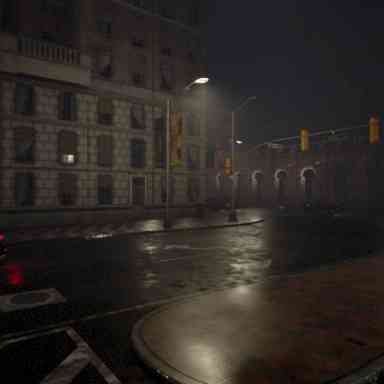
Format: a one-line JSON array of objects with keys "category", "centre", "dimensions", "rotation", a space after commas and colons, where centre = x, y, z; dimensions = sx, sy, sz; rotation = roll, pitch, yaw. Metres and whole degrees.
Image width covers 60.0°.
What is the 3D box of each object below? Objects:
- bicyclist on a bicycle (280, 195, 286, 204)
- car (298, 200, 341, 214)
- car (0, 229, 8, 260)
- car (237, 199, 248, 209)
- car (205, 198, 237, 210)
[{"category": "bicyclist on a bicycle", "centre": [15.490, 1.301, 56.467], "dimensions": [1.656, 1.620, 0.582], "rotation": [0, 0, -36]}, {"category": "car", "centre": [13.288, 1.565, 34.804], "dimensions": [1.994, 1.385, 4.181], "rotation": [0, 0, -36]}, {"category": "car", "centre": [-7.486, 1.491, 8.477], "dimensions": [4.902, 1.511, 2.128], "rotation": [0, 0, -35]}, {"category": "car", "centre": [5.582, 1.526, 45.473], "dimensions": [1.812, 1.442, 4.674], "rotation": [0, 0, -36]}, {"category": "car", "centre": [3.008, 1.492, 43.057], "dimensions": [2.128, 1.511, 4.902], "rotation": [0, 0, -36]}]
